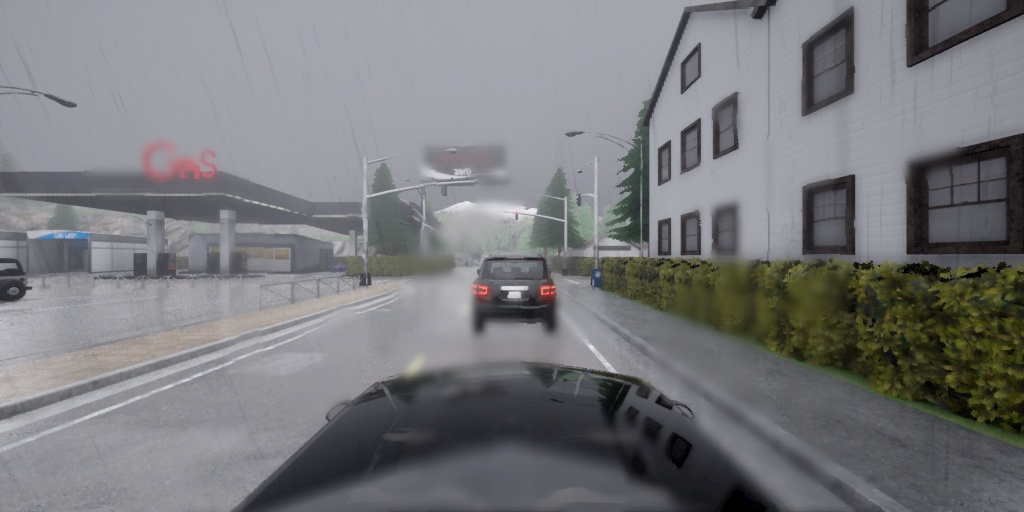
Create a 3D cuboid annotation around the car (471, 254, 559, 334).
[{"bbox_3d":[0.084,0.971,10.789,2.150,2.045,5.566,0,0,0],"label":"car"}]
